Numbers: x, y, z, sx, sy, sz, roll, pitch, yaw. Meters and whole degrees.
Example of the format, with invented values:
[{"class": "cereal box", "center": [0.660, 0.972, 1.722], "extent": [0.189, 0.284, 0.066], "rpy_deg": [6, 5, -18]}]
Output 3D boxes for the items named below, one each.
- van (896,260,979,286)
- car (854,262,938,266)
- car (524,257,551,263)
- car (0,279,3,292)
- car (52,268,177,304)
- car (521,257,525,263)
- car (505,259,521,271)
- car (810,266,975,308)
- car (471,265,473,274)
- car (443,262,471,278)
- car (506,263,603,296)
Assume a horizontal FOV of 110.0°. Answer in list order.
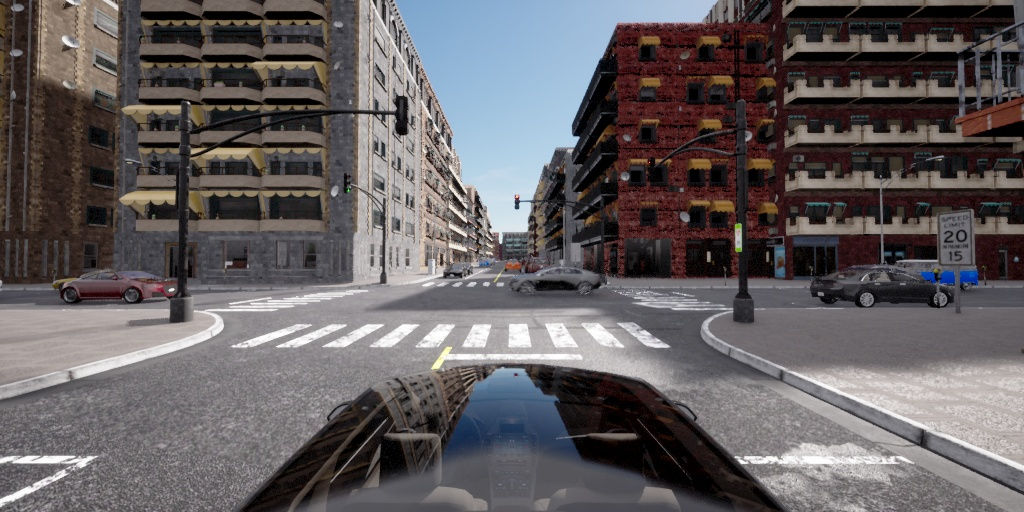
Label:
[{"class": "van", "center": [24.925, 1.115, 21.265], "extent": [3.998, 1.789, 1.690], "rpy_deg": [0, 0, 0]}, {"class": "car", "center": [18.546, 1.228, 18.838], "extent": [4.902, 1.511, 2.128], "rpy_deg": [0, -1, 0]}, {"class": "car", "center": [2.602, 1.076, 33.731], "extent": [2.192, 1.841, 5.009], "rpy_deg": [0, 0, 0]}, {"class": "car", "center": [-26.680, 1.027, 16.055], "extent": [5.566, 2.045, 2.150], "rpy_deg": [0, -1, 0]}, {"class": "car", "center": [-17.192, 1.339, 16.014], "extent": [4.181, 1.385, 1.994], "rpy_deg": [0, -1, 0]}, {"class": "car", "center": [2.615, 1.086, 44.854], "extent": [2.192, 1.841, 5.009], "rpy_deg": [0, 0, 0]}, {"class": "car", "center": [0.152, 1.129, 48.547], "extent": [2.097, 1.767, 4.553], "rpy_deg": [0, 0, 0]}, {"class": "car", "center": [13.758, 1.185, 13.425], "extent": [4.403, 1.370, 2.007], "rpy_deg": [0, 0, 0]}, {"class": "car", "center": [-5.273, 1.331, 39.255], "extent": [1.948, 1.339, 4.313], "rpy_deg": [0, 0, 0]}, {"class": "car", "center": [-5.279, 1.328, 33.694], "extent": [1.948, 1.339, 4.313], "rpy_deg": [0, 0, 0]}, {"class": "car", "center": [2.273, 1.273, 18.896], "extent": [4.902, 1.511, 2.128], "rpy_deg": [0, -1, 0]}]
